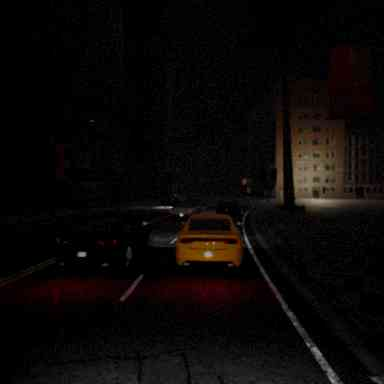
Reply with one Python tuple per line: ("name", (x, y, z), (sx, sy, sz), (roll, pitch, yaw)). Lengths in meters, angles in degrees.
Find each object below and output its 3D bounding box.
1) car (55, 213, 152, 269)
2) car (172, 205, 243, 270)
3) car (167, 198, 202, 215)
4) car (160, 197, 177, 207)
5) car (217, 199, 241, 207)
("car", (-2.631, 1.425, 11.010), (1.882, 1.535, 5.008), (0, 1, 5))
("car", (0.627, 1.430, 11.011), (1.882, 1.535, 5.008), (0, 1, 5))
("car", (-0.414, 1.478, 28.020), (1.895, 1.301, 4.718), (0, 0, 10))
("car", (-3.095, 1.349, 47.150), (1.994, 1.385, 4.181), (0, 0, 13))
("car", (3.445, 1.352, 30.733), (1.882, 1.535, 5.008), (0, 0, 12))
